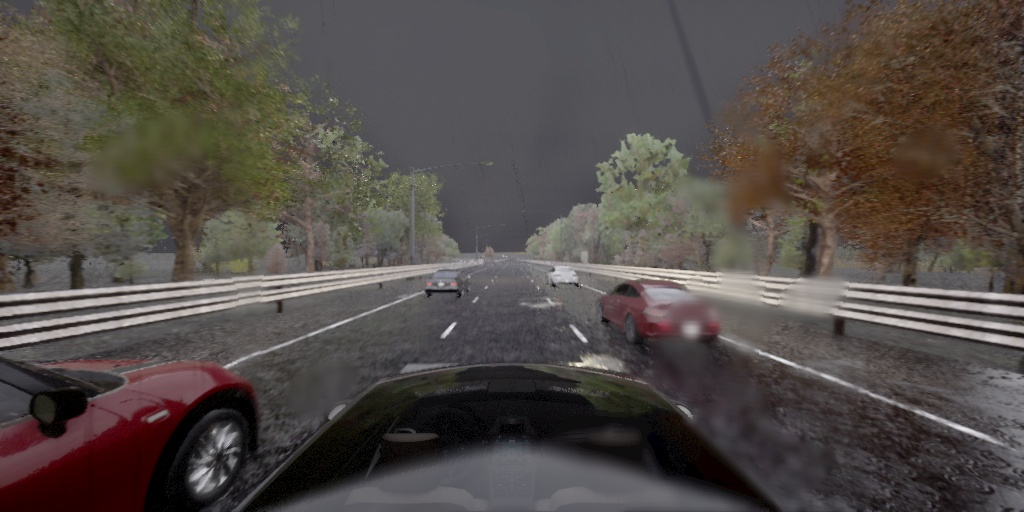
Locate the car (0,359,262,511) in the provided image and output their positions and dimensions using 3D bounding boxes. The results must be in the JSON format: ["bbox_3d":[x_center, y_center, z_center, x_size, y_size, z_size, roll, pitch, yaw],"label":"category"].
[{"bbox_3d":[-3.400,1.101,1.494,2.097,1.767,4.553,0,0,0],"label":"car"}]

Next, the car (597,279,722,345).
[{"bbox_3d":[3.603,1.327,9.502,1.812,1.442,4.674,0,0,0],"label":"car"}]

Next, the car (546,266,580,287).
[{"bbox_3d":[3.604,1.437,25.784,1.812,1.442,4.674,0,0,0],"label":"car"}]

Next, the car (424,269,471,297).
[{"bbox_3d":[-3.397,1.417,19.709,2.033,1.411,5.357,0,0,0],"label":"car"}]
